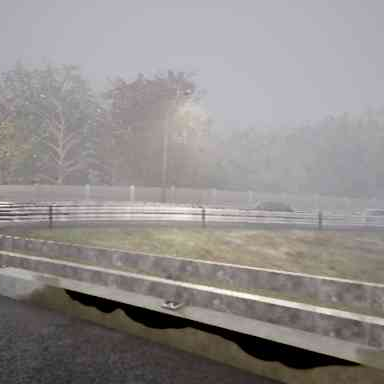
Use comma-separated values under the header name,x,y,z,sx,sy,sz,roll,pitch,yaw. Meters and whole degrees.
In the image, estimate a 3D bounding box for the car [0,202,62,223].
name,x,y,z,sx,sy,sz,roll,pitch,yaw
car,-12.482,1.448,24.476,5.357,1.411,2.033,1,0,-18

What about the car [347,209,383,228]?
name,x,y,z,sx,sy,sz,roll,pitch,yaw
car,19.042,2.765,34.861,5.566,2.045,2.150,3,-1,-18

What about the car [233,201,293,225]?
name,x,y,z,sx,sy,sz,roll,pitch,yaw
car,6.623,1.835,30.769,5.566,2.045,2.150,2,-1,-18
